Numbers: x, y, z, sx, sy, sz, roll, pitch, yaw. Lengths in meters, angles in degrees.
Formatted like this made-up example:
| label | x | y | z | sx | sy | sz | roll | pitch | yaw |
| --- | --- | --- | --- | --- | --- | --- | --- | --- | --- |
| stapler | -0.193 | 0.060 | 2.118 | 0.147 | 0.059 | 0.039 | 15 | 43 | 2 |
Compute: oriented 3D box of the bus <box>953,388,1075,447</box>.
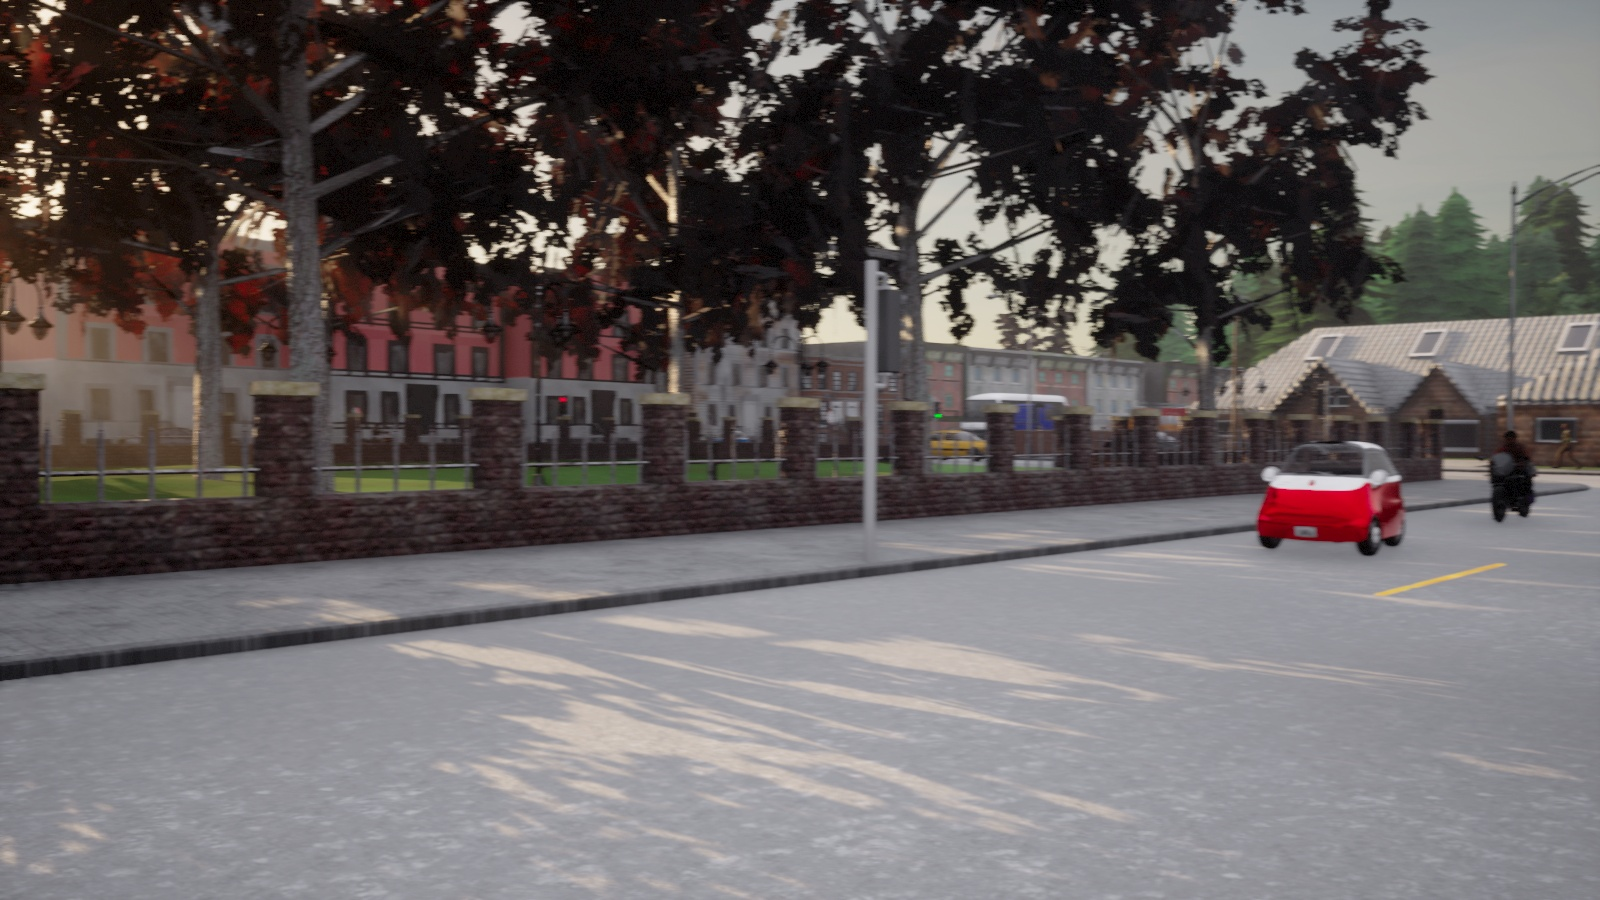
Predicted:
| label | x | y | z | sx | sy | sz | roll | pitch | yaw |
| --- | --- | --- | --- | --- | --- | --- | --- | --- | --- |
| bus | 16.361 | -2.457 | 95.388 | 3.944 | 4.253 | 10.273 | 0 | 1 | 45 |

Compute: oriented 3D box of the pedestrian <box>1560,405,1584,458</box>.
| label | x | y | z | sx | sy | sz | roll | pitch | yaw |
| --- | --- | --- | --- | --- | --- | --- | --- | --- | --- |
| pedestrian | 28.724 | -0.683 | 46.728 | 0.692 | 1.930 | 0.395 | 0 | 1 | 44 |

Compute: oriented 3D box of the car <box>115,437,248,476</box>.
| label | x | y | z | sx | sy | sz | roll | pitch | yaw |
| --- | --- | --- | --- | --- | --- | --- | --- | --- | --- |
| car | -24.054 | 0.227 | 48.924 | 4.181 | 1.385 | 1.994 | -2 | 1 | -45 |

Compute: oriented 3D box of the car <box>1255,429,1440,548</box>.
| label | x | y | z | sx | sy | sz | roll | pitch | yaw |
| --- | --- | --- | --- | --- | --- | --- | --- | --- | --- |
| car | 6.954 | 0.435 | 15.907 | 1.481 | 1.376 | 2.207 | 0 | 1 | 44 |

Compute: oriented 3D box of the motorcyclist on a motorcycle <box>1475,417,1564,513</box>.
| label | x | y | z | sx | sy | sz | roll | pitch | yaw |
| --- | --- | --- | --- | --- | --- | --- | --- | --- | --- |
| motorcyclist on a motorcycle | 12.050 | 0.219 | 20.991 | 0.797 | 1.523 | 2.044 | 0 | 1 | 44 |

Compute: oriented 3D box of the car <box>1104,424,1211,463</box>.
| label | x | y | z | sx | sy | sz | roll | pitch | yaw |
| --- | --- | --- | --- | --- | --- | --- | --- | --- | --- |
| car | 14.161 | -0.264 | 49.797 | 3.633 | 1.501 | 1.845 | 0 | 1 | 43 |

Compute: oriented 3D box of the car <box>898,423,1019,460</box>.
| label | x | y | z | sx | sy | sz | roll | pitch | yaw |
| --- | --- | --- | --- | --- | --- | --- | --- | --- | --- |
| car | 7.107 | -0.379 | 56.754 | 5.366 | 1.575 | 1.801 | 0 | 1 | 43 |

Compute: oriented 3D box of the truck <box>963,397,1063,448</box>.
| label | x | y | z | sx | sy | sz | roll | pitch | yaw |
| --- | --- | --- | --- | --- | --- | --- | --- | --- | --- |
| truck | 15.058 | -1.929 | 88.407 | 2.891 | 3.462 | 7.936 | 0 | 1 | 45 |
